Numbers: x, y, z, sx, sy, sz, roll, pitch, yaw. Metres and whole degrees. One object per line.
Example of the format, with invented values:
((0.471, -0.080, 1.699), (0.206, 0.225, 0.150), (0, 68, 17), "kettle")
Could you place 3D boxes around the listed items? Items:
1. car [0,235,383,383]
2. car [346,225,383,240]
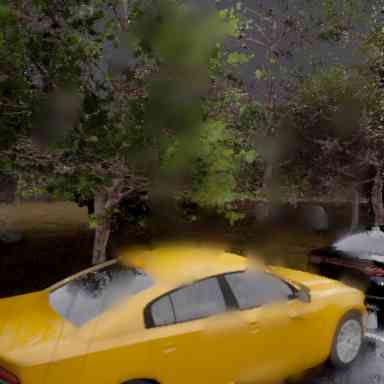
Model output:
((0.190, 1.483, 4.174), (5.008, 1.535, 2.097), (0, 1, -33), "car")
((4.712, 1.490, 7.412), (5.008, 1.535, 2.097), (0, 1, -33), "car")
